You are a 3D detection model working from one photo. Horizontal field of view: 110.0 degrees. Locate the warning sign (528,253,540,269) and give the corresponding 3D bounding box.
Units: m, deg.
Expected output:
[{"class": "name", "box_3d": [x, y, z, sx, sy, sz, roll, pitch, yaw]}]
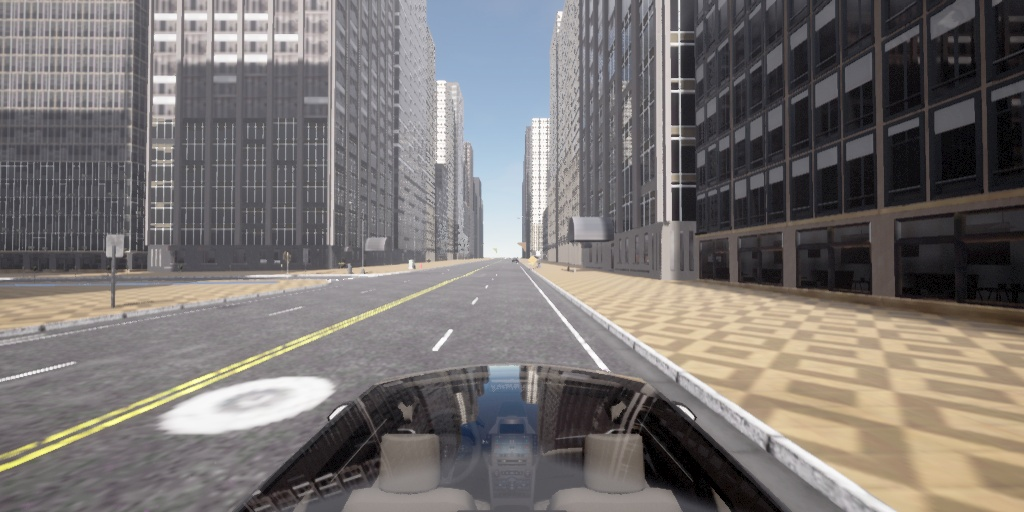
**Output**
[{"class": "warning sign", "box_3d": [2.849, 0.868, 49.449, 1.300, 1.860, 1.060, 0, 0, 0]}]
